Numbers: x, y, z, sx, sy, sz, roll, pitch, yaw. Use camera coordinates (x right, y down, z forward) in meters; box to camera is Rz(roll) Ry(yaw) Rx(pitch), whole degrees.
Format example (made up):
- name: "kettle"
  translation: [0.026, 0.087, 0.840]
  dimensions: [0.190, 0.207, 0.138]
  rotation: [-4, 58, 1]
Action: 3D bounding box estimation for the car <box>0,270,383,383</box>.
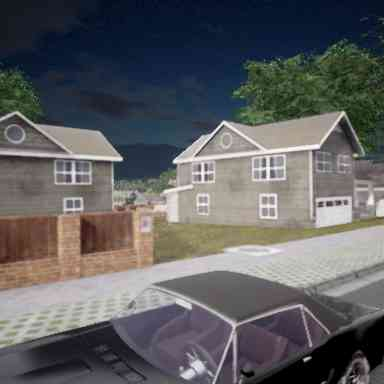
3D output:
- name: "car"
  translation: [0.031, 1.608, 3.238]
  dimensions: [4.718, 1.301, 1.895]
  rotation: [0, 0, -37]
